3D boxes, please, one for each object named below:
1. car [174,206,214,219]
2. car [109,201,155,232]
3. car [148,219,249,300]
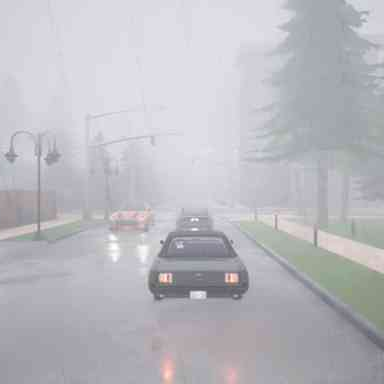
[{"bbox_3d":[0.129,1.501,17.581,1.837,1.490,4.892,0,0,0],"label":"car"},{"bbox_3d":[-3.472,1.346,19.941,2.097,1.767,4.553,0,0,0],"label":"car"},{"bbox_3d":[0.118,1.599,8.319,1.895,1.301,4.718,0,0,0],"label":"car"}]
